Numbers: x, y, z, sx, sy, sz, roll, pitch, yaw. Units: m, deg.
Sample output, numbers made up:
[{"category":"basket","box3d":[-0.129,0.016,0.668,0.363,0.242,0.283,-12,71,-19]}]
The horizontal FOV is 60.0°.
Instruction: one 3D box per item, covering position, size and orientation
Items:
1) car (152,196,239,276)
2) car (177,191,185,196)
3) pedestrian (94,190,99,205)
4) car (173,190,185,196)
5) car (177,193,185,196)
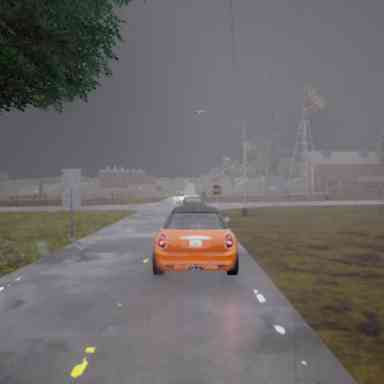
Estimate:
[{"category":"car","box3d":[0.088,1.157,9.831,2.097,1.767,4.553,0,1,0]},{"category":"car","box3d":[-2.809,0.340,85.687,2.033,1.411,5.357,0,0,0]},{"category":"pedestrian","box3d":[-12.183,0.680,42.491,0.375,1.860,0.375,0,3,0]},{"category":"car","box3d":[-2.798,0.410,70.179,1.837,1.490,4.892,0,1,0]},{"category":"car","box3d":[0.049,1.066,23.144,1.837,1.490,4.892,0,1,-1]}]
